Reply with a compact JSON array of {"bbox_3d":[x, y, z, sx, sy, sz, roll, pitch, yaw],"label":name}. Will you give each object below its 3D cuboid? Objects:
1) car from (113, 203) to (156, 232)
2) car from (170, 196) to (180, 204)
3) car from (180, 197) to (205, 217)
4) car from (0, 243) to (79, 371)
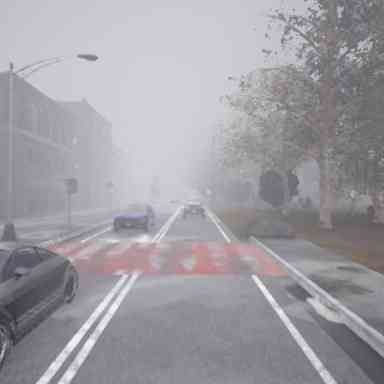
[{"bbox_3d":[-3.299,1.403,19.832,1.882,1.535,5.008,0,0,1],"label":"car"},{"bbox_3d":[-3.056,1.526,61.081,2.033,1.411,5.357,0,-1,1],"label":"car"},{"bbox_3d":[0.159,1.415,29.426,1.812,1.442,4.674,0,0,0],"label":"car"},{"bbox_3d":[-3.342,1.553,5.249,1.994,1.385,4.181,0,0,0],"label":"car"}]
